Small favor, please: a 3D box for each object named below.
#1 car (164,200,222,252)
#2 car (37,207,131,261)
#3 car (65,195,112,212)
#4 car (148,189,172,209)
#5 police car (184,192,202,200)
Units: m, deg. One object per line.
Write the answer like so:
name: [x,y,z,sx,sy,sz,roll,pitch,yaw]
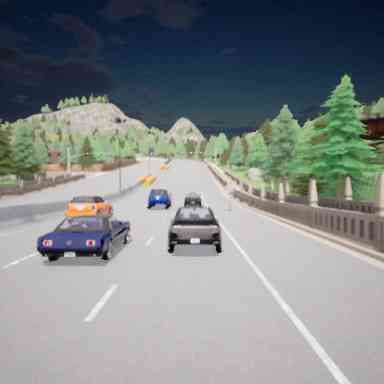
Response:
car: [0.097,1.294,12.920,2.128,1.511,4.902,0,1,0]
car: [-3.402,1.425,11.505,1.895,1.301,4.718,0,1,0]
car: [-6.904,1.006,22.688,2.097,1.767,4.553,0,1,0]
car: [-3.407,0.659,35.788,2.150,2.045,5.566,0,1,0]
police car: [0.093,0.816,37.365,1.930,1.638,5.238,0,2,0]
